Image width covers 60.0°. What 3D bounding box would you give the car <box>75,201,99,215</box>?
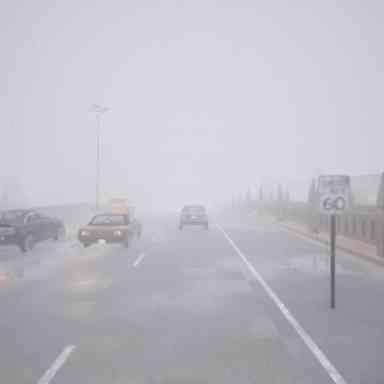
[{"bbox_3d":[-17.536,2.660,55.706,2.150,2.045,5.566,0,-6,1],"label":"car"}]

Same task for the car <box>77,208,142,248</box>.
[{"bbox_3d":[-3.400,1.584,14.765,1.895,1.301,4.718,0,0,0],"label":"car"}]

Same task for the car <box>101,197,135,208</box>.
[{"bbox_3d":[-6.902,1.359,32.222,2.097,1.767,4.553,0,-1,0],"label":"car"}]

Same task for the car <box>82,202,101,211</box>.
[{"bbox_3d":[-14.076,2.320,47.711,1.895,1.301,4.718,0,-4,0],"label":"car"}]

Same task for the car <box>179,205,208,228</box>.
[{"bbox_3d":[0.099,1.522,21.717,2.033,1.411,5.357,0,0,0],"label":"car"}]

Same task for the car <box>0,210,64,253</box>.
[{"bbox_3d":[-6.901,1.477,13.686,2.128,1.511,4.902,0,0,0],"label":"car"}]
